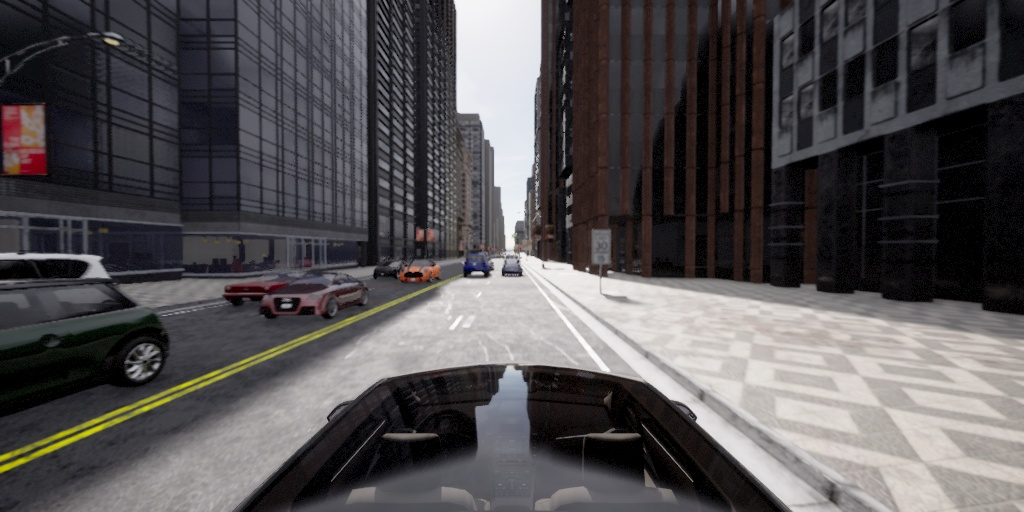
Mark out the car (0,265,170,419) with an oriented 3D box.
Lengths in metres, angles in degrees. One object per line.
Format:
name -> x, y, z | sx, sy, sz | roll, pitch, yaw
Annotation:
car -> -6.595, 1.091, 3.824 | 2.097, 1.767, 4.553 | 0, 0, 0

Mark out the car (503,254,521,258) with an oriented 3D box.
car -> 0.004, 0.755, 46.038 | 2.150, 2.045, 5.566 | 0, 1, 0

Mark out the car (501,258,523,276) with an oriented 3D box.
car -> -0.007, 1.152, 34.478 | 1.994, 1.385, 4.181 | 0, 0, 0

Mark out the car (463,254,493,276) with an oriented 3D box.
car -> -3.261, 0.813, 33.784 | 2.150, 2.045, 5.566 | 0, 0, 0

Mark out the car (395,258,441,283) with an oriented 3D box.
car -> -6.595, 0.980, 26.176 | 2.097, 1.767, 4.553 | 0, 0, 0

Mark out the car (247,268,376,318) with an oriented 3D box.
car -> -6.602, 1.260, 12.467 | 1.994, 1.385, 4.181 | 0, 0, -1

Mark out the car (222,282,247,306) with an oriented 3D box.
car -> -9.848, 1.282, 15.488 | 1.895, 1.301, 4.718 | 0, 0, 0

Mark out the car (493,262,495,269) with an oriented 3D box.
car -> -3.248, 1.079, 45.798 | 2.033, 1.411, 5.357 | 0, 0, 0

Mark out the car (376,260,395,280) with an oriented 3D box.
car -> -9.837, 1.088, 29.764 | 1.882, 1.535, 5.008 | 0, 1, 0

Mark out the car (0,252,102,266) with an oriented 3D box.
car -> -9.844, 0.951, 5.703 | 2.150, 2.045, 5.566 | 0, 0, 0
